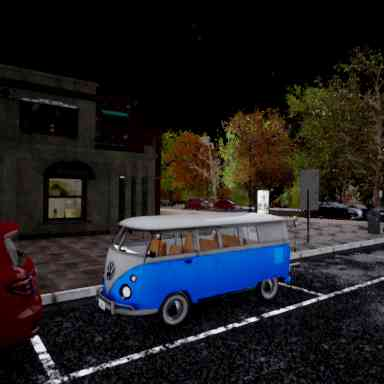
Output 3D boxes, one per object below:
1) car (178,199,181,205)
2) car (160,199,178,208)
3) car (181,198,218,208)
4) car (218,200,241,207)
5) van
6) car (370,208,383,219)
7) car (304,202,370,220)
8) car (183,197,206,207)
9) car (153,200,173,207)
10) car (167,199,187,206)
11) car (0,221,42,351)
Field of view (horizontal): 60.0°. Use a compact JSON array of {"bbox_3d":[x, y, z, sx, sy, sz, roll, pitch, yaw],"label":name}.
[{"bbox_3d":[0.008,2.023,57.833,1.812,1.442,4.674,1,-1,-34],"label":"car"},{"bbox_3d":[-5.184,2.099,59.655,2.033,1.411,5.357,1,-1,-34],"label":"car"},{"bbox_3d":[0.960,1.645,44.633,2.097,1.767,4.553,1,-1,-34],"label":"car"},{"bbox_3d":[4.680,1.842,44.926,1.812,1.442,4.674,1,-1,-34],"label":"car"},{"bbox_3d":[0.225,1.342,6.716,3.998,1.788,1.690,0,1,-35],"label":"van"},{"bbox_3d":[14.831,1.732,29.930,1.895,1.301,4.718,1,-1,-34],"label":"car"},{"bbox_3d":[11.955,1.582,28.369,2.128,1.511,4.902,1,-1,-34],"label":"car"},{"bbox_3d":[0.444,1.934,63.013,2.097,1.767,4.553,1,-1,-34],"label":"car"},{"bbox_3d":[-5.782,2.203,66.330,1.895,1.301,4.718,1,-1,-34],"label":"car"},{"bbox_3d":[-3.074,2.171,68.129,1.812,1.442,4.674,1,-1,-34],"label":"car"},{"bbox_3d":[-4.282,1.315,3.491,5.009,1.841,2.192,0,1,-35],"label":"car"}]
